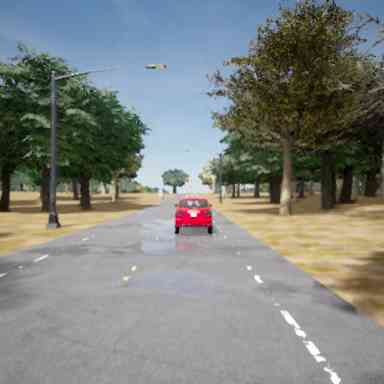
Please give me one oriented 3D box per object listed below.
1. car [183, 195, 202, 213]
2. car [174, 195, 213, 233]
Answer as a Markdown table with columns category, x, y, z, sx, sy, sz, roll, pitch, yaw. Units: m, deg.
| category | x | y | z | sx | sy | sz | roll | pitch | yaw |
| --- | --- | --- | --- | --- | --- | --- | --- | --- | --- |
| car | 0.087 | 1.401 | 40.475 | 2.150 | 2.045 | 5.566 | 0 | 0 | 0 |
| car | 0.093 | 1.321 | 20.482 | 2.150 | 2.045 | 5.566 | 0 | 0 | 0 |
